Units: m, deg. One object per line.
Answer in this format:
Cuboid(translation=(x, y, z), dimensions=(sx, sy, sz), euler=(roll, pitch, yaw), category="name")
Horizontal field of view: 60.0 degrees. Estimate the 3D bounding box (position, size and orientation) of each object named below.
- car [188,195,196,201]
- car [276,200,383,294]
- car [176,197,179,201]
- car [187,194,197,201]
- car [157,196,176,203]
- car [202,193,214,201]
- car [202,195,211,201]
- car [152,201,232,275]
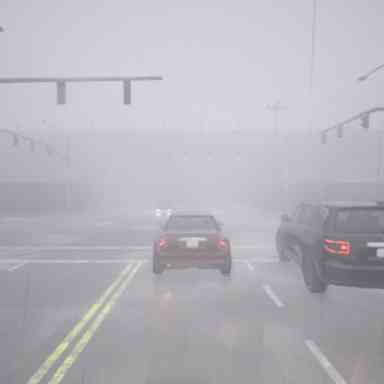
Cuboid(translation=(-0.012, 1.397, 80.782), dimensions=(1.882, 1.535, 5.008), euler=(0, 0, 0), category="car")
Cuboid(translation=(3.747, 1.213, 8.823), dimensions=(2.150, 2.045, 5.566), euler=(0, 0, 4), category="car")
Cuboid(translation=(-3.537, 1.465, 61.406), dimensions=(1.812, 1.442, 4.674), euler=(0, 0, 1), category="car")
Cuboid(translation=(-0.010, 1.282, 70.760), dimensions=(2.097, 1.767, 4.553), euler=(0, 0, 0), category="car")
Cuboid(translation=(-3.595, 1.557, 44.425), dimensions=(1.895, 1.301, 4.718), euler=(0, 0, 0), category="car")
Cuboid(translation=(3.490, 1.137, 70.084), dimensions=(2.150, 2.045, 5.566), euler=(0, 0, 0), category="car")
Cuboid(translation=(3.488, 1.444, 80.783), dimensions=(1.812, 1.442, 4.674), euler=(0, 0, 0), category="car")
Cuboid(translation=(-0.060, 1.341, 10.557), dimensions=(2.097, 1.767, 4.553), euler=(0, 0, -2), category="car")
